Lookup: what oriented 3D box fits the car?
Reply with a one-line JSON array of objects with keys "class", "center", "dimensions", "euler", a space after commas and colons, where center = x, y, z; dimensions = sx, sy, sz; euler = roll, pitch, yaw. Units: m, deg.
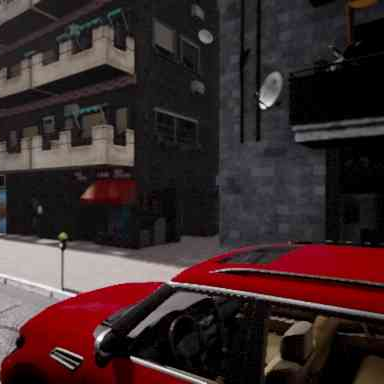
[{"class": "car", "center": [0.681, 1.321, 2.372], "dimensions": [5.009, 1.841, 2.192], "euler": [-1, 0, 36]}]
